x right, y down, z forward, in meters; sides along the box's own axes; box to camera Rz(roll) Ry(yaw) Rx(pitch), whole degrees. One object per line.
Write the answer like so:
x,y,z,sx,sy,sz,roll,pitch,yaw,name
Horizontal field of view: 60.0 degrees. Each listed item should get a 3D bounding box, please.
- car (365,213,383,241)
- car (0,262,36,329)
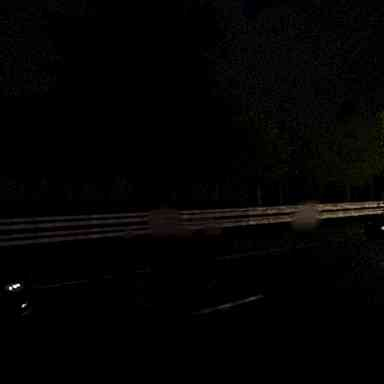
9.640,1.465,14.920,4.181,1.385,1.994,0,0,-35,car
-4.875,1.500,4.568,4.902,1.511,2.128,0,0,-36,car
